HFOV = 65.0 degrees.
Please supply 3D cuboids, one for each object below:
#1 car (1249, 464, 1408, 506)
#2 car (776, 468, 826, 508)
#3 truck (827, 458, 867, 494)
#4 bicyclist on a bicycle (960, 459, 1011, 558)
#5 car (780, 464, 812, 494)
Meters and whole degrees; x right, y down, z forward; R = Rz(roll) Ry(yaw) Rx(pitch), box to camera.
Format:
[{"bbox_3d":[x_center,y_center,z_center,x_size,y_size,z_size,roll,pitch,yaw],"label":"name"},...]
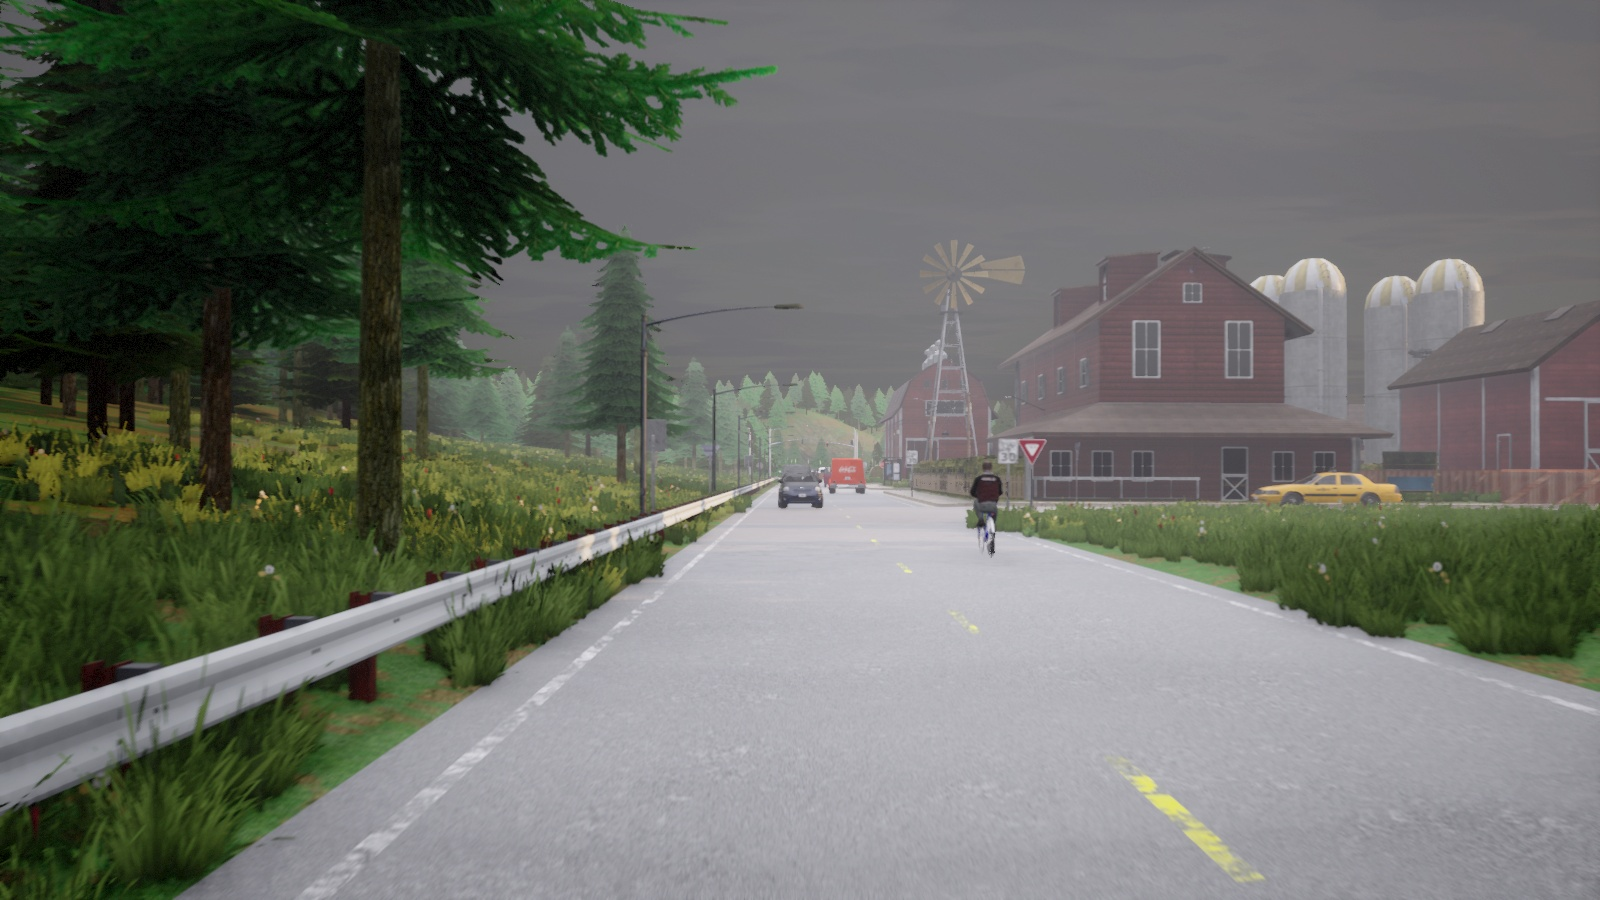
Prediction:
[{"bbox_3d":[20.418,1.346,48.627,5.366,1.575,1.801,0,-1,0],"label":"car"},{"bbox_3d":[0.010,1.588,52.854,1.851,1.617,3.988,-1,-1,-4],"label":"car"},{"bbox_3d":[3.282,1.813,88.880,2.627,2.467,5.204,0,0,0],"label":"truck"},{"bbox_3d":[3.443,1.063,23.409,0.659,1.776,1.843,0,-1,0],"label":"bicyclist on a bicycle"},{"bbox_3d":[-0.270,1.995,87.255,2.150,2.045,5.566,0,-1,-1],"label":"car"}]
